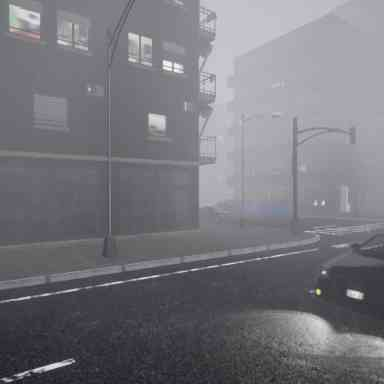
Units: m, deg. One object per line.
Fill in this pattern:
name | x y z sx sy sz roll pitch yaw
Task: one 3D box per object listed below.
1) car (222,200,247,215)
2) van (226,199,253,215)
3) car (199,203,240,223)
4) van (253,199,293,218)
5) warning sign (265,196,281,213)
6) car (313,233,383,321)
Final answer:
car | 3.351 1.864 36.217 1.812 1.442 4.674 0 -1 -36
van | 5.211 1.676 38.092 1.690 1.788 3.998 -1 0 -36
car | 1.789 1.874 28.659 1.802 1.307 4.206 -1 0 -36
van | 8.527 1.602 33.577 1.690 1.788 3.998 -1 0 -36
warning sign | 9.018 1.400 36.966 1.300 1.860 1.060 1 0 -36
car | 4.398 1.563 6.827 4.181 1.385 1.994 0 0 -36
